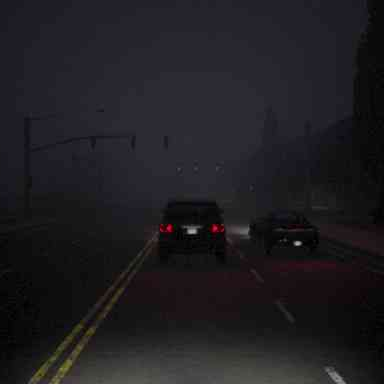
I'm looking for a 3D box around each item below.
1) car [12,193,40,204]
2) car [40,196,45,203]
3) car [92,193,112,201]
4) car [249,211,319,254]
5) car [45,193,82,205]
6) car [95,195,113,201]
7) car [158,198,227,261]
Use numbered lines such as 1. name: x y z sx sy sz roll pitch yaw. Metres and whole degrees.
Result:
1. car: -38.964 1.194 78.151 4.605 1.855 1.932 0 0 0
2. car: -38.899 1.406 81.047 3.905 1.438 1.784 0 0 0
3. car: -21.444 1.197 78.162 3.866 1.878 1.905 0 0 0
4. car: 3.540 1.499 13.494 2.128 1.511 4.902 0 0 1
5. car: -21.474 1.182 55.644 4.605 1.855 1.932 0 0 0
6. car: -21.431 1.437 81.057 3.806 1.475 1.970 0 0 0
7. car: 0.028 1.230 12.368 2.150 2.045 5.566 0 0 0
